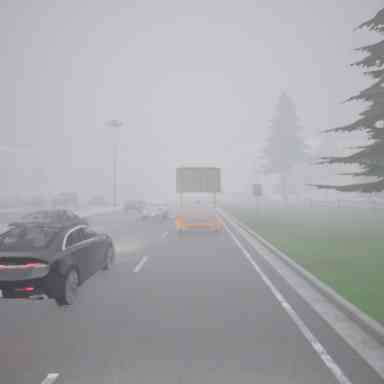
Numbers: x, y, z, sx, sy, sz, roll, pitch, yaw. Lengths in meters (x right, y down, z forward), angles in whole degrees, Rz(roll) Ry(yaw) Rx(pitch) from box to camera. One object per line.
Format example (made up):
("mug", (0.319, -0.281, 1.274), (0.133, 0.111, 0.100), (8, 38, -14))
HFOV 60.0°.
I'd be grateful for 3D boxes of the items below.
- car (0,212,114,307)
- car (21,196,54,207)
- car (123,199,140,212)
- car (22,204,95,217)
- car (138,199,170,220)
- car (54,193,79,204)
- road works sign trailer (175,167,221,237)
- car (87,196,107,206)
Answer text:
("car", (-3.235, 1.469, 7.928), (2.128, 1.511, 4.902), (0, 0, 1))
("car", (-21.245, 1.360, 45.122), (2.128, 1.511, 4.902), (0, 0, 1))
("car", (-6.202, 1.467, 36.614), (2.033, 1.411, 5.357), (0, 0, 1))
("car", (-6.610, 1.503, 15.869), (2.033, 1.411, 5.357), (0, 0, 1))
("car", (-2.885, 1.470, 27.292), (1.812, 1.442, 4.674), (0, 0, 1))
("car", (-17.717, 1.097, 46.646), (2.150, 2.045, 5.566), (0, 0, 1))
("road works sign trailer", (0.335, 0.433, 17.942), (2.380, 3.560, 2.880), (0, 0, 1))
("car", (-14.183, 1.383, 50.045), (1.837, 1.490, 4.892), (0, 0, 1))
